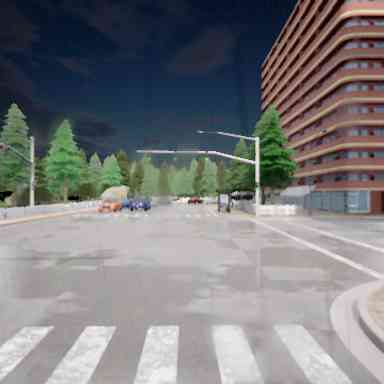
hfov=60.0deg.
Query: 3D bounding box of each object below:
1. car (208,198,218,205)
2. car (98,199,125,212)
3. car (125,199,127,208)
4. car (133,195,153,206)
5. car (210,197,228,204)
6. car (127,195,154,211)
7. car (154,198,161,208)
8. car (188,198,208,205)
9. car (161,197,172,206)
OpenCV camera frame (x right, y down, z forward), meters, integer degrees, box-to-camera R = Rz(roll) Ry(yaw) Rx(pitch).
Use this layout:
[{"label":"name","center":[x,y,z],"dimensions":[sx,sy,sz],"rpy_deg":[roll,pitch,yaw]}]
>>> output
[{"label":"car","center":[4.827,2.088,73.046],"dimensions":[1.895,1.301,4.718],"rpy_deg":[0,0,30]},{"label":"car","center":[-10.513,1.642,42.925],"dimensions":[2.097,1.767,4.553],"rpy_deg":[0,0,1]},{"label":"car","center":[-10.385,1.829,52.021],"dimensions":[1.882,1.535,5.008],"rpy_deg":[0,0,1]},{"label":"car","center":[-9.442,1.656,64.116],"dimensions":[2.150,2.045,5.566],"rpy_deg":[0,-1,10]},{"label":"car","center":[6.710,2.074,81.493],"dimensions":[1.812,1.442,4.674],"rpy_deg":[0,-1,44]},{"label":"car","center":[-7.016,1.529,45.614],"dimensions":[2.150,2.045,5.566],"rpy_deg":[0,0,0]},{"label":"car","center":[-6.843,1.974,55.375],"dimensions":[1.895,1.301,4.718],"rpy_deg":[0,0,3]},{"label":"car","center":[0.884,1.971,73.109],"dimensions":[1.882,1.535,5.008],"rpy_deg":[0,0,30]},{"label":"car","center":[-5.546,1.794,65.429],"dimensions":[2.097,1.767,4.553],"rpy_deg":[0,0,13]}]
